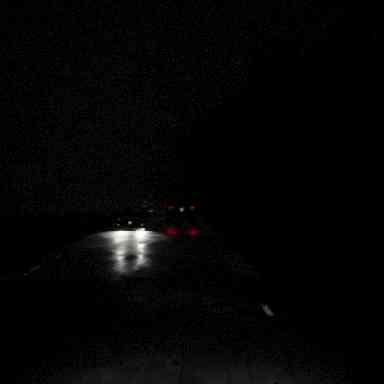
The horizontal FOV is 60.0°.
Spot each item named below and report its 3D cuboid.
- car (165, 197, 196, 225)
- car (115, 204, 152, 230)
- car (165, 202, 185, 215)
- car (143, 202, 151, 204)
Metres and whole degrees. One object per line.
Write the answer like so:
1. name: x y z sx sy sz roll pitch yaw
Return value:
1. car: -0.901 1.384 26.031 2.150 2.045 5.566 0 -1 -4
2. car: -3.858 1.690 22.090 1.994 1.385 4.181 0 -1 -4
3. car: -2.053 1.888 38.863 2.033 1.411 5.357 0 -1 -6
4. car: -8.501 2.588 63.016 1.882 1.535 5.008 0 -2 -9
